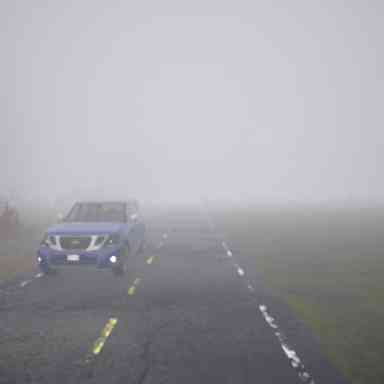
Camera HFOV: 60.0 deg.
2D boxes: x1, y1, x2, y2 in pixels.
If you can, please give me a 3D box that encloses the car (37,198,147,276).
[{"bbox_3d":[-2.823,1.224,10.731,2.150,2.045,5.566,0,0,0],"label":"car"}]
